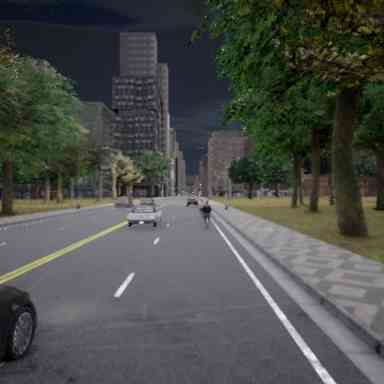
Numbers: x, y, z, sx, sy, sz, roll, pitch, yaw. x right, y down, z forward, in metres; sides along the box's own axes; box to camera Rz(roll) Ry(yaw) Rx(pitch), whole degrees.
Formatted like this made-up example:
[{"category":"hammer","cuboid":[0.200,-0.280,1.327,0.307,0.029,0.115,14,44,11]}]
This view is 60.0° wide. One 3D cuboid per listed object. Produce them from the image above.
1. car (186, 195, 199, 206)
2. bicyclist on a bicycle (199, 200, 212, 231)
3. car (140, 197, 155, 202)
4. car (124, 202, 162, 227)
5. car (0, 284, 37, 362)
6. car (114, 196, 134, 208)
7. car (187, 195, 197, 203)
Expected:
[{"category":"car","cuboid":[0.079,1.589,55.285,1.837,1.490,4.892,0,0,0]},{"category":"bicyclist on a bicycle","cuboid":[0.886,1.381,19.605,0.659,1.776,1.843,0,0,0]},{"category":"car","cuboid":[-6.585,1.575,49.624,1.837,1.490,4.892,0,-1,0]},{"category":"car","cuboid":[-3.159,1.614,23.023,1.895,1.301,4.718,0,0,0]},{"category":"car","cuboid":[-3.165,1.526,2.928,1.812,1.442,4.674,0,0,0]},{"category":"car","cuboid":[-9.839,1.416,48.250,2.097,1.767,4.553,0,0,0]},{"category":"car","cuboid":[-0.027,1.498,73.642,2.097,1.767,4.553,0,0,0]}]
